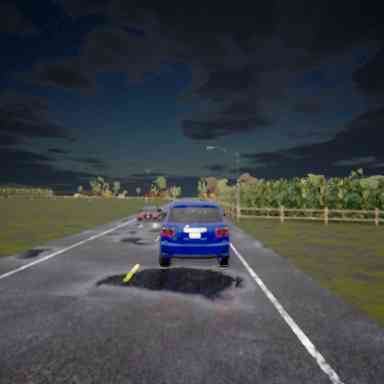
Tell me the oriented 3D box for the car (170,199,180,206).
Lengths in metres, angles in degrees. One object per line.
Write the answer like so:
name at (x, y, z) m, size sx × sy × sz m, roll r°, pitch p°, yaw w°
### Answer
car at (-3.503, 2.209, 70.310) m, size 1.812 × 1.442 × 4.674 m, roll 0°, pitch -1°, yaw 0°

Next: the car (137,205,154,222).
car at (-3.599, 1.856, 29.125) m, size 1.994 × 1.385 × 4.181 m, roll 0°, pitch -1°, yaw 0°

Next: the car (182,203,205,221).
car at (0.098, 1.870, 32.177) m, size 2.033 × 1.411 × 5.357 m, roll 0°, pitch -1°, yaw 0°

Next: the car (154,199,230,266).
car at (0.091, 1.345, 12.128) m, size 2.150 × 2.045 × 5.566 m, roll 0°, pitch 0°, yaw 0°
